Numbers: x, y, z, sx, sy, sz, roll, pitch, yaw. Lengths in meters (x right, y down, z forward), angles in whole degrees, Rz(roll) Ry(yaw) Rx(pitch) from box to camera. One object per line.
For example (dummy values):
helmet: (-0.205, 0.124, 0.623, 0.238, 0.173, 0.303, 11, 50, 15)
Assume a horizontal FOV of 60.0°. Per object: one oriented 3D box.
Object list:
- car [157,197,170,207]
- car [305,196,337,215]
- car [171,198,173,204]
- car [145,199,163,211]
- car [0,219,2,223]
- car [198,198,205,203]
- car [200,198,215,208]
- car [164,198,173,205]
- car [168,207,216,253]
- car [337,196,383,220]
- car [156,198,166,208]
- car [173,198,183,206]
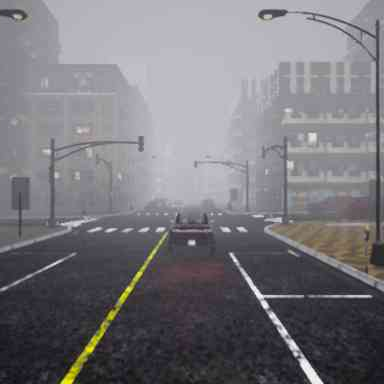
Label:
car: (-5.703, 1.907, 59.841, 2.192, 1.841, 5.009, 0, -1, 0)
car: (14.552, 1.347, 34.799, 5.009, 1.841, 2.192, -1, 1, -1)
car: (-5.705, 2.149, 71.204, 1.967, 1.590, 4.097, 0, -1, 0)
car: (-5.700, 2.043, 48.474, 1.947, 1.339, 4.313, 0, -1, 0)
car: (-17.648, 2.086, 26.130, 4.829, 1.417, 1.752, -1, 1, -1)
car: (2.671, 2.499, 93.934, 2.008, 1.369, 4.403, 0, -1, 0)
car: (2.678, 1.975, 54.161, 1.967, 1.590, 4.097, 0, -1, 0)
car: (-5.707, 2.268, 82.569, 1.967, 1.590, 4.097, 0, -1, 0)
car: (0.003, 1.631, 14.305, 2.128, 1.511, 4.902, 0, 0, 0)
car: (14.688, 1.282, 26.421, 5.009, 1.841, 2.192, -1, 1, -1)
car: (-5.702, 2.058, 53.987, 1.752, 1.417, 4.829, 0, -1, 0)
car: (-3.014, 2.335, 74.146, 1.895, 1.301, 4.718, 0, -1, 0)
